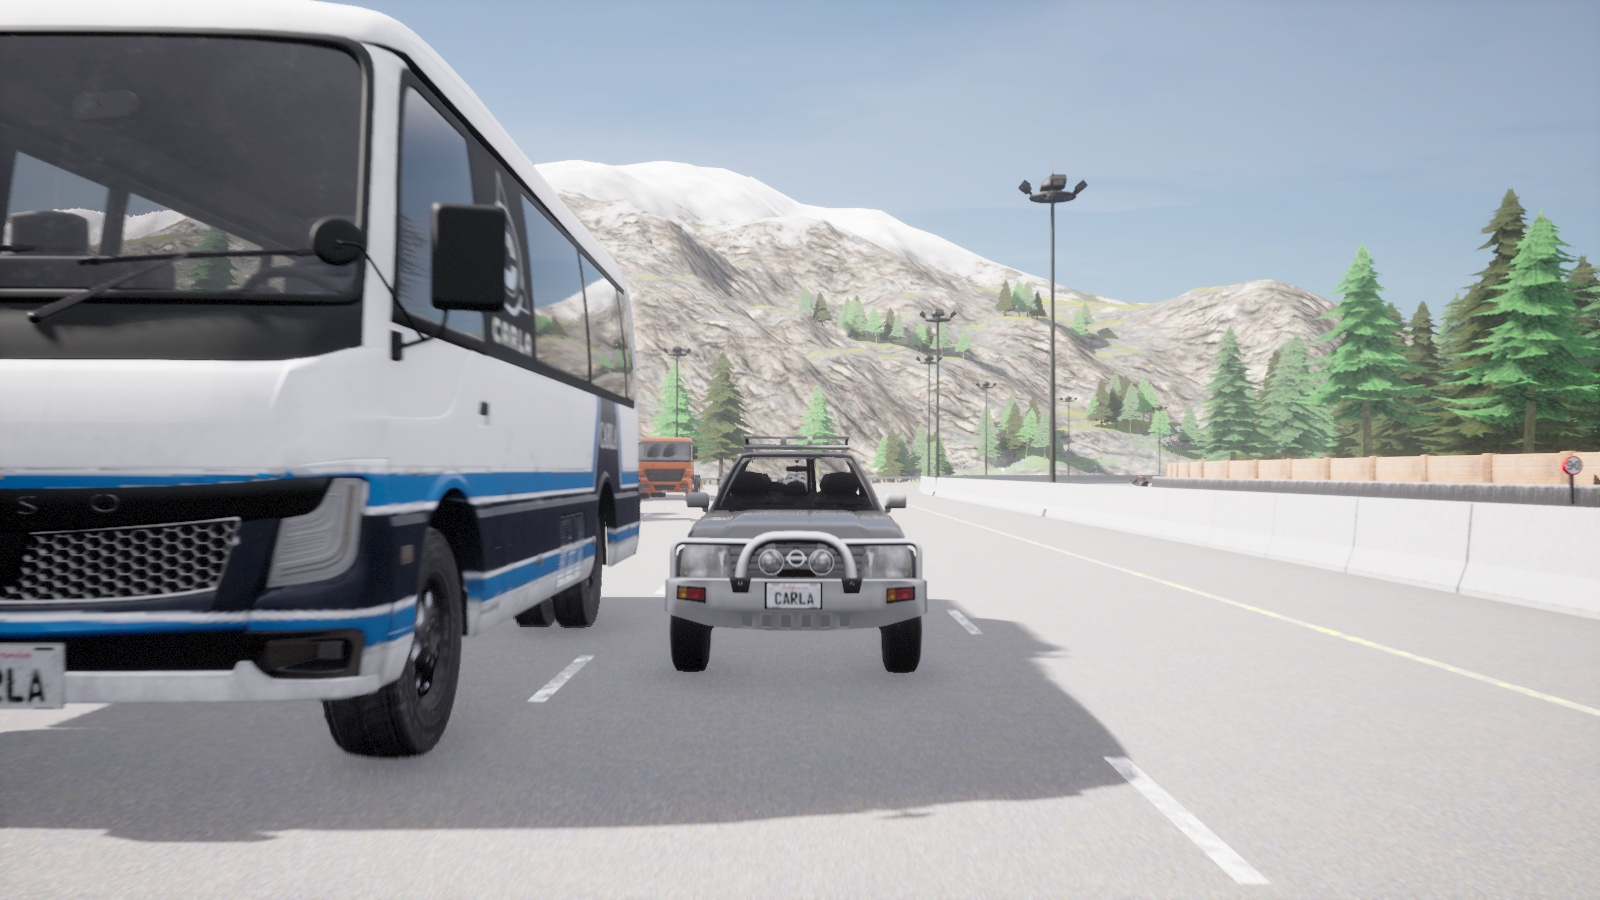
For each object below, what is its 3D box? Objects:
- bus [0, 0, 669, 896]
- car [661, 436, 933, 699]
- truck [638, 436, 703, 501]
[{"bbox_3d":[-3.530,-0.383,9.847,3.944,4.253,10.273,0,-1,0],"label":"bus"},{"bbox_3d":[-0.024,0.813,11.265,1.932,1.855,4.605,0,1,0],"label":"car"},{"bbox_3d":[-7.177,1.043,70.610,2.891,3.462,7.936,0,-1,0],"label":"truck"}]
